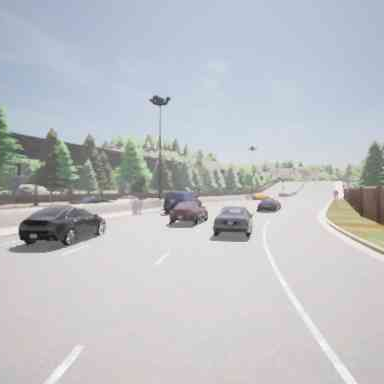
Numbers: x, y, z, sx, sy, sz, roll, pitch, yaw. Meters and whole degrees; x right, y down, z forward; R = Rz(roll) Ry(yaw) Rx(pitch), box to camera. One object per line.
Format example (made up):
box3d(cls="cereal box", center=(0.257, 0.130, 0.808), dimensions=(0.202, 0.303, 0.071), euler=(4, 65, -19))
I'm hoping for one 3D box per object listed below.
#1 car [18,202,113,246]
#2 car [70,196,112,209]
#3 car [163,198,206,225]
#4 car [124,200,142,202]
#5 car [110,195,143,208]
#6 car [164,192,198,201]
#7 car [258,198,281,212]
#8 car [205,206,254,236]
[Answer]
box3d(cls="car", center=(-5.454, 1.377, 14.617), dimensions=(1.837, 1.490, 4.892), euler=(0, 0, 9))
box3d(cls="car", center=(-12.433, 1.204, 41.342), dimensions=(2.033, 1.411, 5.357), euler=(0, 0, 22))
box3d(cls="car", center=(-0.147, 1.374, 22.537), dimensions=(1.812, 1.442, 4.674), euler=(0, 0, 15))
box3d(cls="car", center=(-6.008, 1.311, 38.565), dimensions=(1.895, 1.301, 4.718), euler=(0, 0, 22))
box3d(cls="car", center=(-8.235, 1.199, 42.288), dimensions=(1.812, 1.442, 4.674), euler=(0, 0, 23))
box3d(cls="car", center=(-0.823, 1.003, 31.997), dimensions=(2.150, 2.045, 5.566), euler=(0, 0, 20))
box3d(cls="car", center=(8.476, 1.367, 36.295), dimensions=(1.994, 1.385, 4.181), euler=(0, 0, 23))
box3d(cls="car", center=(2.242, 1.442, 17.615), dimensions=(2.033, 1.411, 5.357), euler=(0, 0, 12))
